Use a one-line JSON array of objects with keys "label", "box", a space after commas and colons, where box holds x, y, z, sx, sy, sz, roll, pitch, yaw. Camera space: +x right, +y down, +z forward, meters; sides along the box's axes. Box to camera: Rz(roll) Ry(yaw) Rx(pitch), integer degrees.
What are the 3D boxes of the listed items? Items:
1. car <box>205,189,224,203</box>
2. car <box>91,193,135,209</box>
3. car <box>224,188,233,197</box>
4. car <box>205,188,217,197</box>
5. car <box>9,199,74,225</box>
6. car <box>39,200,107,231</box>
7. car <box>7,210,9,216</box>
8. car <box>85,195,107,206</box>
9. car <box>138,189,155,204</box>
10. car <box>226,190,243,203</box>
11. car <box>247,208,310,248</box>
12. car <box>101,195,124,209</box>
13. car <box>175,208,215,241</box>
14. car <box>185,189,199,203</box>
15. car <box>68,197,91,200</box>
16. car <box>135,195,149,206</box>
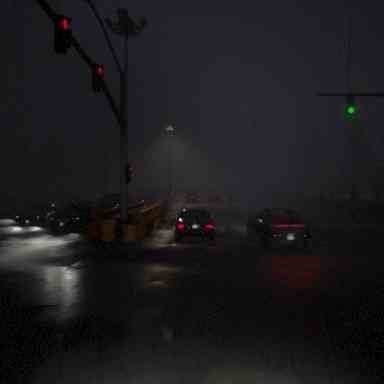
[{"label": "car", "box": [3.500, 0.708, 52.850, 2.097, 1.767, 4.553, 0, 4, 0]}, {"label": "car", "box": [-7.029, 1.158, 30.139, 2.150, 2.045, 5.566, 0, 0, 0]}, {"label": "car", "box": [6.966, 0.014, 62.805, 1.837, 1.490, 4.892, 0, 6, 0]}, {"label": "car", "box": [3.466, 0.073, 62.801, 1.994, 1.385, 4.181, 0, 6, 0]}, {"label": "car", "box": [-10.547, 1.498, 23.957, 2.033, 1.411, 5.357, 0, 0, 0]}, {"label": "car", "box": [-7.023, 1.449, 20.287, 2.128, 1.511, 4.902, 0, 0, -1]}, {"label": "car", "box": [-14.031, 1.486, 29.357, 2.033, 1.411, 5.357, 0, 0, 0]}, {"label": "car", "box": [-13.986, 1.192, 48.796, 1.895, 1.301, 4.718, 0, 3, 0]}, {"label": "car", "box": [-6.993, 0.698, 50.869, 2.150, 2.045, 5.566, 0, 3, 0]}, {"label": "car", "box": [6.999, 0.902, 53.152, 1.994, 1.385, 4.181, 0, 4, 0]}, {"label": "car", "box": [3.631, 1.460, 14.627, 2.128, 1.511, 4.902, 0, 0, 0]}, {"label": "car", "box": [-10.471, 1.257, 44.278, 1.882, 1.535, 5.008, 0, 2, 0]}, {"label": "car", "box": [0.135, 1.512, 16.588, 2.033, 1.411, 5.357, 0, 0, 0]}, {"label": "car", "box": [0.001, 0.868, 52.756, 1.837, 1.490, 4.892, 0, 4, 0]}, {"label": "car", "box": [-10.518, 1.476, 34.022, 2.033, 1.411, 5.357, 0, 0, 0]}, {"label": "car", "box": [-6.988, 1.426, 40.377, 2.033, 1.411, 5.357, 0, 1, 1]}]
